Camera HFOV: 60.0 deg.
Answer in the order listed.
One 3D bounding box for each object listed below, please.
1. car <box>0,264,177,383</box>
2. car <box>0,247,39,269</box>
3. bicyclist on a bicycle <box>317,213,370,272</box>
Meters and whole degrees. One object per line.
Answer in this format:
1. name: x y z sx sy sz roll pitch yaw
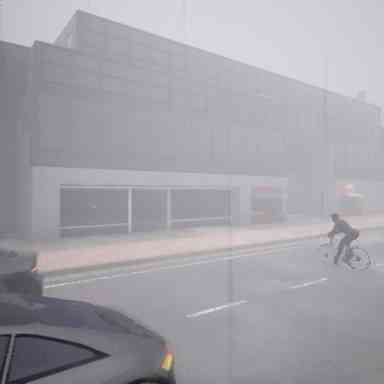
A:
1. car: -2.109 1.564 2.326 4.181 1.385 1.994 0 0 -38
2. car: -4.861 1.505 4.914 4.892 1.490 1.837 0 0 -35
3. bicyclist on a bicycle: 4.379 1.455 9.771 0.582 1.620 1.656 0 -2 -36
